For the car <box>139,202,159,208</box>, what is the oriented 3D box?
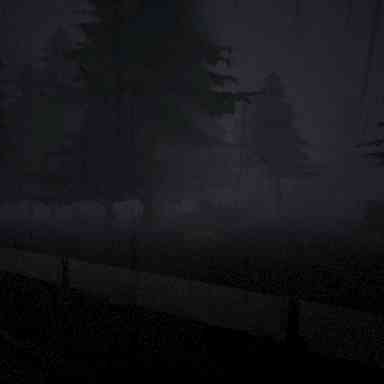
[{"bbox_3d":[-7.397,1.990,57.301,1.994,1.385,4.181,-1,-1,37],"label":"car"}]
